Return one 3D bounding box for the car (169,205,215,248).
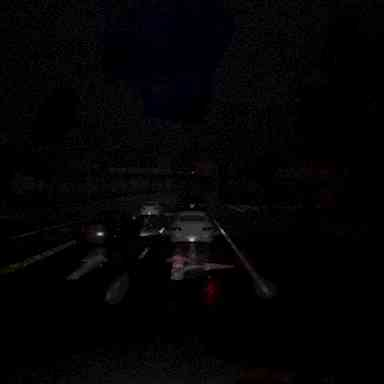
[{"bbox_3d":[0.000,1.531,14.650,1.812,1.442,4.674,0,0,0],"label":"car"}]

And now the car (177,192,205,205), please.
[{"bbox_3d":[0.000,1.256,29.680,2.150,2.045,5.566,0,0,0],"label":"car"}]

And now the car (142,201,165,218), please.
[{"bbox_3d":[-3.500,1.531,29.650,1.812,1.442,4.674,0,0,0],"label":"car"}]

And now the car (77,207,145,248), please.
[{"bbox_3d":[-3.500,1.570,14.650,1.994,1.385,4.181,0,0,0],"label":"car"}]
